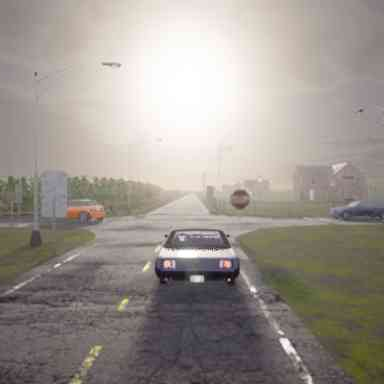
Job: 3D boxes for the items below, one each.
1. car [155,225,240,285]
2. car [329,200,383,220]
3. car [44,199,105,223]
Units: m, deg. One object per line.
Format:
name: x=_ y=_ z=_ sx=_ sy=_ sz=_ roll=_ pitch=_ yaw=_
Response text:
car: x=0.149 y=1.588 z=9.409 sx=1.895 sy=1.301 sz=4.718 roll=0 pitch=0 yaw=1
car: x=13.247 y=1.372 z=26.093 sx=4.674 sy=1.442 sz=1.812 roll=-1 pitch=0 yaw=0
car: x=-9.158 y=1.386 z=25.828 sx=4.553 sy=1.767 sz=2.097 roll=-1 pitch=0 yaw=18
